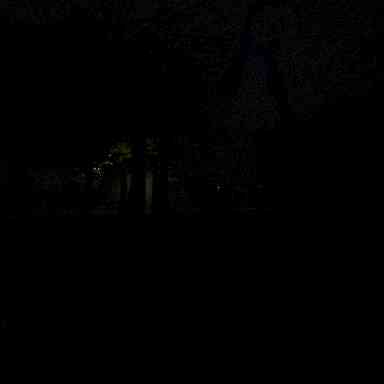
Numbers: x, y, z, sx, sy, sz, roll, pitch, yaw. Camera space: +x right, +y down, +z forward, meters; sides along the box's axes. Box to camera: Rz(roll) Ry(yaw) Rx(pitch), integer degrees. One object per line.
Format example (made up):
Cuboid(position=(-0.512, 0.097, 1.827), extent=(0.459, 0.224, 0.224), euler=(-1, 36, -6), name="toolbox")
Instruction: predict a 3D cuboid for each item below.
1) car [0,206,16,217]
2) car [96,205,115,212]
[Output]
Cuboid(position=(-28.471, 2.924, 52.059), extent=(2.097, 1.767, 4.553), euler=(0, -2, 36), name="car")
Cuboid(position=(-19.710, 3.793, 76.183), extent=(1.812, 1.442, 4.674), euler=(0, -1, 36), name="car")
